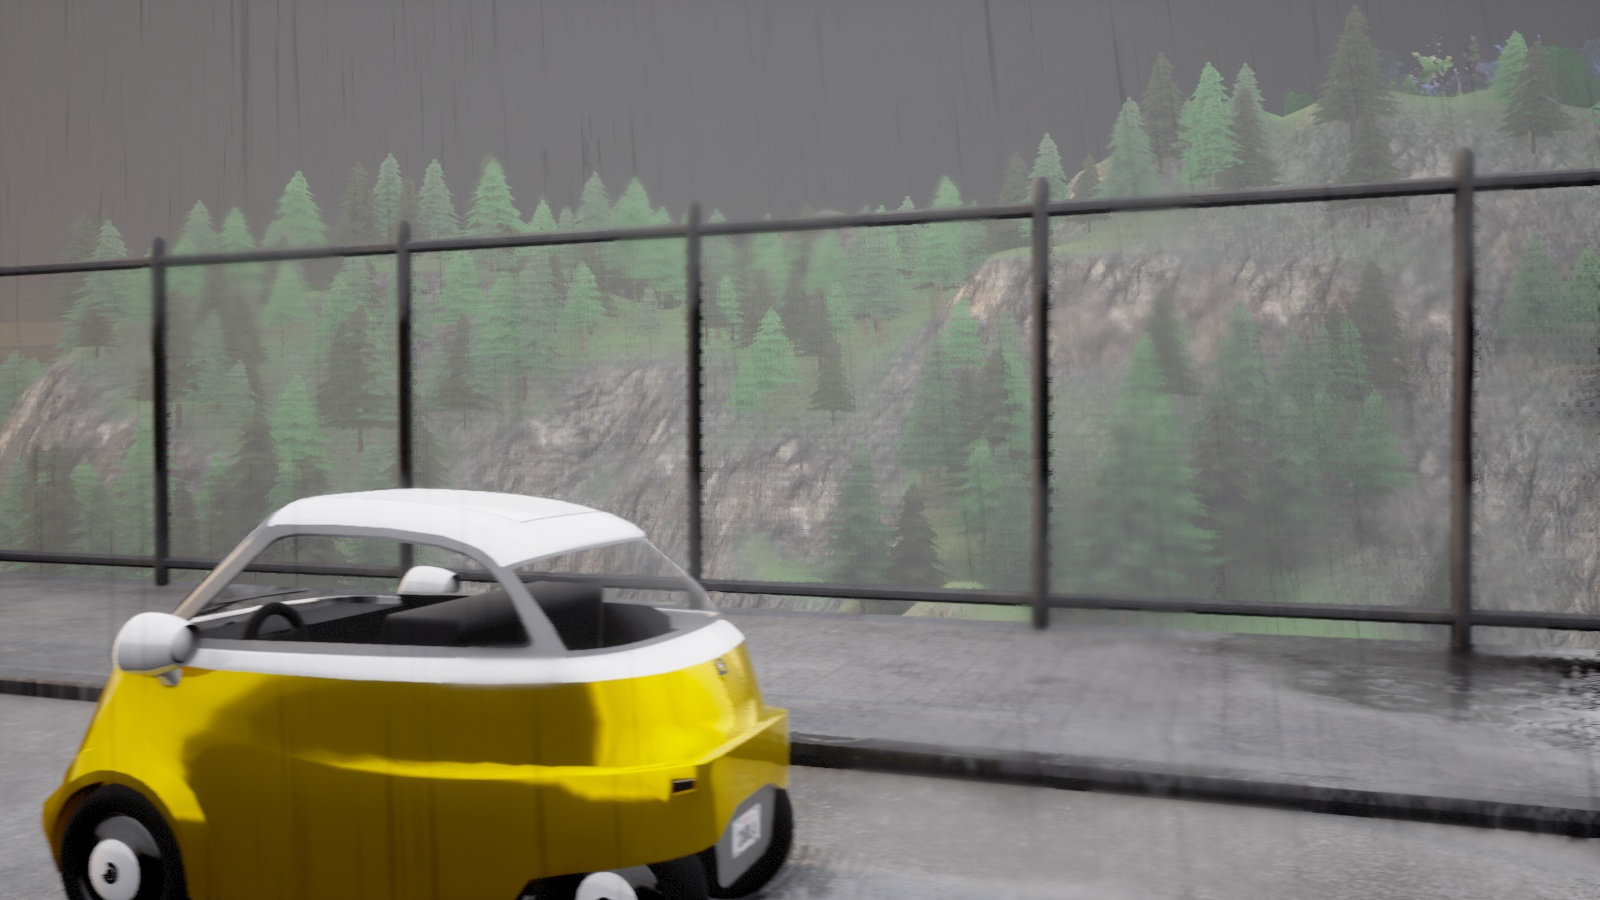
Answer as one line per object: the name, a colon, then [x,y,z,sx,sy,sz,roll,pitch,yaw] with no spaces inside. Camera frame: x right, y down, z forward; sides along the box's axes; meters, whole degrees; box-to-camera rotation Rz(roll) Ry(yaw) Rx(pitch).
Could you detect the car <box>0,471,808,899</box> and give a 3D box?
car: [-1.265,0.804,4.194,2.207,1.376,1.481,1,1,19]
